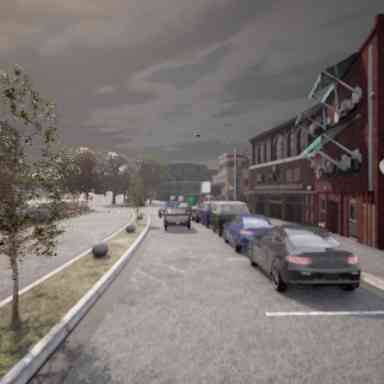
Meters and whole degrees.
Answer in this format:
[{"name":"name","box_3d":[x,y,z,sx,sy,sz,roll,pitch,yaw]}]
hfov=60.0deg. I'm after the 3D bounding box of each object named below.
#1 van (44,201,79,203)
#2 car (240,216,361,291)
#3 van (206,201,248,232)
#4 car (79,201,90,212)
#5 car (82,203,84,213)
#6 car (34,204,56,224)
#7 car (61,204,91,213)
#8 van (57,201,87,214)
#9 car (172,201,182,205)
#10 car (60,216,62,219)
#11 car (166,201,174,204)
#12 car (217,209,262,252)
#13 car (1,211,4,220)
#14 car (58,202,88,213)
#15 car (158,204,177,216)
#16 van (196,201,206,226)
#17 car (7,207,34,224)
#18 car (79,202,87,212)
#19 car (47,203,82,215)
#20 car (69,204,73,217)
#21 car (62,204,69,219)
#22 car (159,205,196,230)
[{"name":"van","box_3d":[-17.627,2.270,43.604,4.442,1.987,1.878,0,-1,-10]},{"name":"car","box_3d":[2.810,1.620,9.170,2.002,1.452,4.674,0,-1,-2]},{"name":"van","box_3d":[2.184,1.564,20.370,1.878,1.987,4.442,0,-1,-4]},{"name":"car","box_3d":[-19.082,2.440,51.524,5.566,2.045,2.435,0,-1,-12]},{"name":"car","box_3d":[-17.999,2.604,46.287,4.674,1.452,2.002,0,-1,-10]},{"name":"car","box_3d":[-15.441,2.126,30.130,4.892,1.521,2.231,0,-2,-7]},{"name":"car","box_3d":[-20.754,2.870,59.602,4.892,1.521,2.231,0,-1,-12]},{"name":"van","box_3d":[-19.511,2.525,54.238,4.442,1.987,1.878,0,-1,-12]},{"name":"car","box_3d":[-1.369,2.498,47.384,1.882,1.535,5.008,0,-1,-10]},{"name":"car","box_3d":[-15.834,2.233,32.832,4.792,1.488,2.163,0,-2,-7]},{"name":"car","box_3d":[-3.248,2.482,57.174,2.150,2.045,5.566,0,-1,-11]},{"name":"car","box_3d":[2.543,1.712,14.705,2.002,1.452,4.674,0,-1,-3]},{"name":"car","box_3d":[-14.268,1.566,19.149,5.566,2.045,2.435,0,-1,-4]},{"name":"car","box_3d":[-20.223,2.685,56.902,4.553,1.767,2.185,0,-1,-12]},{"name":"car","box_3d":[-3.329,2.496,41.898,1.895,1.301,4.718,0,-1,-9]},{"name":"van","box_3d":[1.694,1.701,25.885,1.878,1.987,4.442,0,-1,-5]},{"name":"car","box_3d":[-14.773,1.991,24.583,4.792,1.488,2.163,0,-2,-5]},{"name":"car","box_3d":[-18.473,2.656,48.859,4.792,1.488,2.163,0,-1,-11]},{"name":"car","box_3d":[-16.860,2.422,40.958,5.366,1.575,1.946,0,-2,-9]},{"name":"car","box_3d":[-16.605,2.394,38.234,4.674,1.452,2.002,0,-2,-9]},{"name":"car","box_3d":[-16.161,2.309,35.540,4.792,1.488,2.163,0,-2,-8]},{"name":"car","box_3d":[-1.152,1.909,24.326,2.128,1.511,4.902,0,-1,-5]}]
